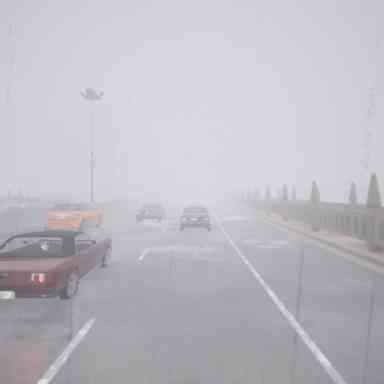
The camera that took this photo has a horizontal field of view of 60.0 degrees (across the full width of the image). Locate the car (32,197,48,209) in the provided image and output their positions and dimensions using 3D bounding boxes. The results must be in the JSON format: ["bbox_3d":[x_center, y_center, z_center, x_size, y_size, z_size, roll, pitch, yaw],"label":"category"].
[{"bbox_3d":[-13.635,1.505,33.271,1.837,1.490,4.892,0,0,2],"label":"car"}]

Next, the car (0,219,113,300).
[{"bbox_3d":[-3.394,1.601,8.329,1.895,1.301,4.718,0,0,0],"label":"car"}]

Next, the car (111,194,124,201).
[{"bbox_3d":[-19.028,1.357,85.244,2.097,1.767,4.553,0,0,2],"label":"car"}]

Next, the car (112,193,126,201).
[{"bbox_3d":[-15.875,1.229,73.303,2.150,2.045,5.566,0,0,2],"label":"car"}]

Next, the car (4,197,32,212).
[{"bbox_3d":[-17.111,1.352,34.065,2.097,1.767,4.553,0,0,2],"label":"car"}]

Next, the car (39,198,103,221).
[{"bbox_3d":[-6.779,1.352,19.605,2.097,1.767,4.553,0,0,1],"label":"car"}]

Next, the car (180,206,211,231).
[{"bbox_3d":[0.234,1.548,20.760,2.033,1.411,5.357,0,0,1],"label":"car"}]

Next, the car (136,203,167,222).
[{"bbox_3d":[-3.133,1.548,26.350,2.033,1.411,5.357,0,0,2],"label":"car"}]

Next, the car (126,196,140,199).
[{"bbox_3d":[-12.389,1.599,72.784,1.895,1.301,4.718,0,0,2],"label":"car"}]

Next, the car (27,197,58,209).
[{"bbox_3d":[-20.264,1.507,45.383,1.837,1.490,4.892,0,-1,2],"label":"car"}]
